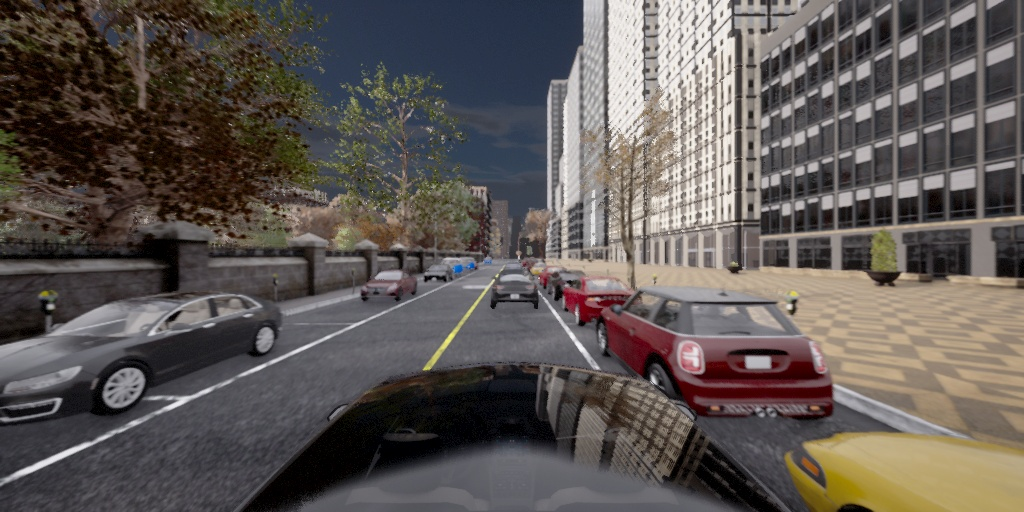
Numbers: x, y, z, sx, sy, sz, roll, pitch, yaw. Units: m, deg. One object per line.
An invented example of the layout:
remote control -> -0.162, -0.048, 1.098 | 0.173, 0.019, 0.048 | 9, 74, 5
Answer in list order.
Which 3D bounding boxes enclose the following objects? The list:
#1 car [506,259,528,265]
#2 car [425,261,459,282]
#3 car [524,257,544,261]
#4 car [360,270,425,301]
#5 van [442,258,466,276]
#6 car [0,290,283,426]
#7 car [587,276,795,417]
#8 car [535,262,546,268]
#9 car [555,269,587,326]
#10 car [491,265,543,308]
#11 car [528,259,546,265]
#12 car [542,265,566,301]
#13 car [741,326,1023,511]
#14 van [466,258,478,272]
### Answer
car -> 0.100, 1.289, 32.493 | 2.033, 1.411, 5.357 | 0, 0, 0
car -> -5.691, 1.308, 28.384 | 1.948, 1.339, 4.313 | 0, 0, 0
car -> 2.689, 1.056, 39.648 | 2.192, 1.841, 5.009 | 0, 0, 0
car -> -5.691, 1.325, 17.119 | 1.802, 1.307, 4.207 | 0, 0, 0
van -> -5.691, 1.082, 34.016 | 1.690, 1.789, 3.998 | 0, 0, 0
car -> -5.691, 1.297, 5.855 | 2.007, 1.370, 4.403 | 0, 0, 0
car -> 2.689, 1.187, 5.855 | 1.967, 1.591, 4.097 | 0, 0, 0
car -> 2.689, 1.288, 22.751 | 1.888, 1.381, 4.507 | 0, 0, 0
car -> 2.689, 1.290, 11.486 | 1.888, 1.381, 4.507 | 0, 0, 0
car -> 0.114, 1.269, 15.016 | 1.812, 1.442, 4.674 | 0, 0, 0
car -> 2.689, 1.267, 34.185 | 1.751, 1.417, 4.829 | 0, 0, 0
car -> 2.689, 1.309, 17.118 | 1.948, 1.339, 4.313 | 0, 0, 0
car -> 2.689, 1.277, 0.394 | 1.751, 1.417, 4.829 | 0, 0, 0
van -> -5.691, 1.083, 45.280 | 1.690, 1.789, 3.998 | 0, 0, 0
